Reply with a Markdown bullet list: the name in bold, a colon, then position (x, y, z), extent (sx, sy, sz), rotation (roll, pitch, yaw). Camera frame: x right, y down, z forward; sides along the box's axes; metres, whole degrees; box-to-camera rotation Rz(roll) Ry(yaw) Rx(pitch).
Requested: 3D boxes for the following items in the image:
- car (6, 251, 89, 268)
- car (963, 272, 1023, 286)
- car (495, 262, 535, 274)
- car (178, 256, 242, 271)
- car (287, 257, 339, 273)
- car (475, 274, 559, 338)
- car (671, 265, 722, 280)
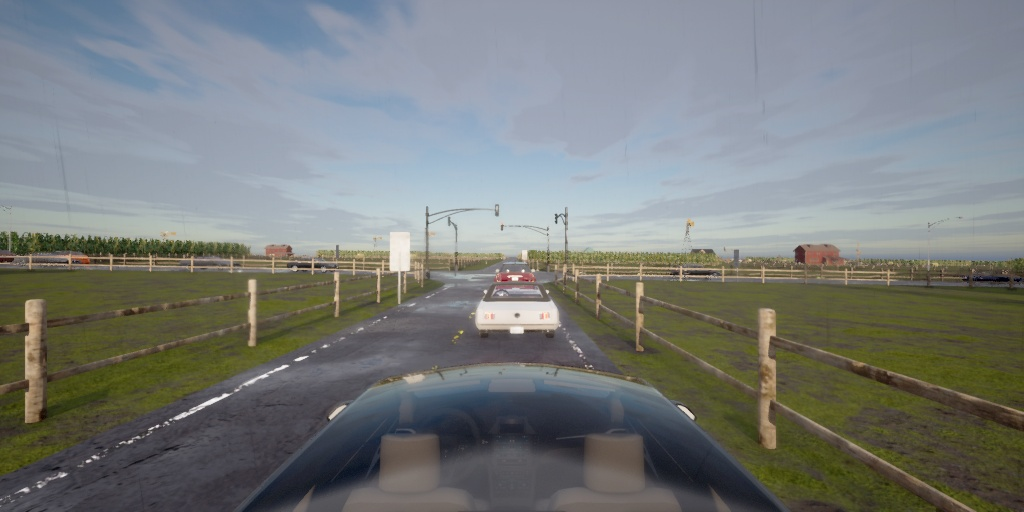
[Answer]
- **car**: position (-47.623, 0.450, 36.853), extent (5.357, 1.411, 2.033), rotation (1, 0, 1)
- **car**: position (49.321, 2.328, 36.516), extent (4.718, 1.301, 1.895), rotation (1, 0, 0)
- **car**: position (0.180, 1.104, 19.123), extent (2.097, 1.767, 4.553), rotation (0, 0, 1)
- **car**: position (-30.930, 0.749, 36.764), extent (5.357, 1.411, 2.033), rotation (1, 0, 0)
- **car**: position (-20.316, 0.898, 36.730), extent (4.892, 1.490, 1.837), rotation (1, 0, 0)
- **car**: position (0.124, 1.352, 10.135), extent (1.895, 1.301, 4.718), rotation (0, 0, 0)
- **car**: position (18.828, 1.637, 36.610), extent (4.892, 1.490, 1.837), rotation (1, 0, 0)
